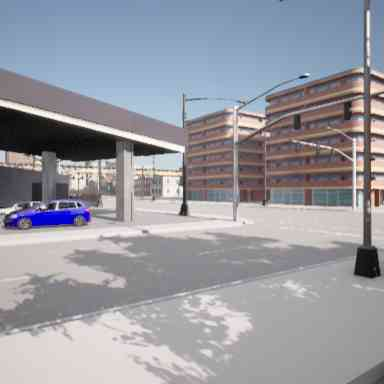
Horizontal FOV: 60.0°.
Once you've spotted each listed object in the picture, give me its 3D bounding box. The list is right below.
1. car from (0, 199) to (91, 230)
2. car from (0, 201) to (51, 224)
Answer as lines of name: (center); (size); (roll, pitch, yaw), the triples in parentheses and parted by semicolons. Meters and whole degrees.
car: (-8.395, 1.257, 19.636); (4.611, 1.667, 2.242); (0, 0, -35)
car: (-12.351, 1.423, 23.870); (3.806, 1.475, 1.970); (0, 0, -35)
